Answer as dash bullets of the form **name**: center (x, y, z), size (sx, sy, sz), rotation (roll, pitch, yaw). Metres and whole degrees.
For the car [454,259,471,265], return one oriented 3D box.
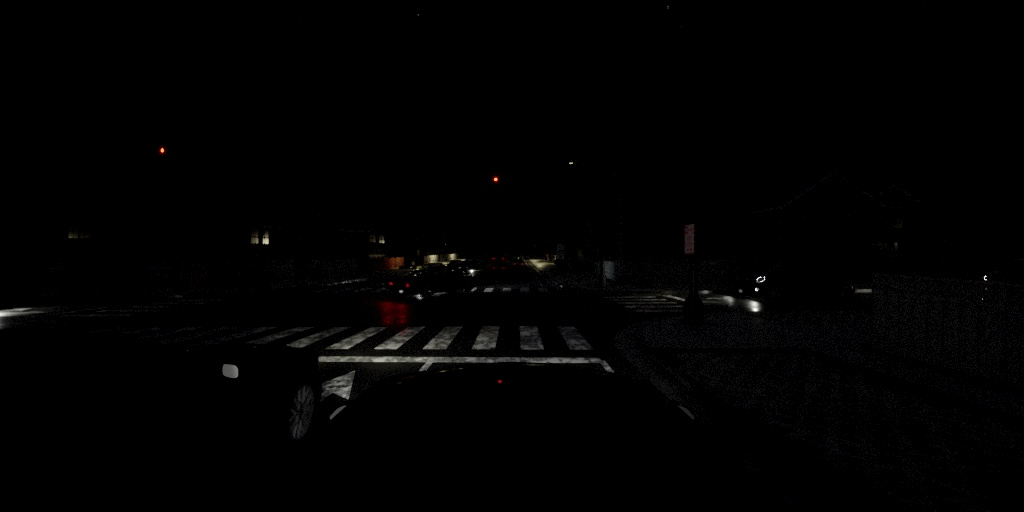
- **car**: center (-5.975, 1.167, 38.764), size (1.812, 1.442, 4.674), rotation (0, 0, 1)

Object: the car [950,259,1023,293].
- **car**: center (22.716, 0.914, 16.446), size (4.553, 1.767, 2.097), rotation (0, 0, 0)

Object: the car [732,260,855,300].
- **car**: center (12.642, 0.995, 16.342), size (4.553, 1.767, 2.097), rotation (0, 0, -1)

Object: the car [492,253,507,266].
- **car**: center (-2.154, 0.548, 60.579), size (2.150, 2.045, 5.566), rotation (0, 1, 1)

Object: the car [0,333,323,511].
- **car**: center (-3.153, 1.227, 2.180), size (1.882, 1.535, 5.008), rotation (0, 0, 1)

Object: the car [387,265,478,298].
- **car**: center (-3.975, 1.356, 18.836), size (1.895, 1.301, 4.718), rotation (0, 1, 37)

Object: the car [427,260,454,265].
- **car**: center (-6.144, 1.251, 28.471), size (1.994, 1.385, 4.181), rotation (0, 0, 1)

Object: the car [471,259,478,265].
- **car**: center (-5.780, 1.062, 49.407), size (2.033, 1.411, 5.357), rotation (0, 1, 2)
